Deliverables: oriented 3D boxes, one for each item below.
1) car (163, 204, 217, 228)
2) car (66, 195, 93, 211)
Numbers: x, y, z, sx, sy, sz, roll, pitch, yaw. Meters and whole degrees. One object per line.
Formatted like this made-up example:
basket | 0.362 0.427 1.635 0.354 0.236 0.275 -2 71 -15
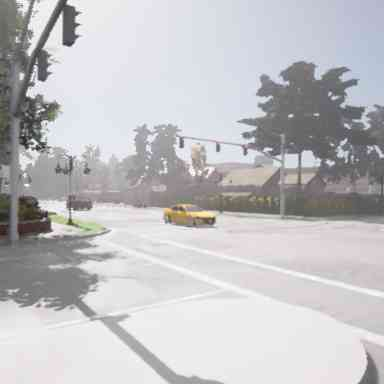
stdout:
car | -0.246 1.669 24.263 1.882 1.535 5.008 1 0 -36
car | -15.284 1.396 44.981 2.150 2.045 5.566 1 -1 -36
